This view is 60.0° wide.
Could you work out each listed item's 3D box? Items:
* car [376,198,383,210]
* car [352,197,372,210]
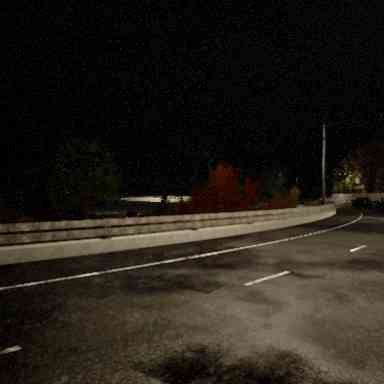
[{"bbox_3d":[32.109,1.962,54.841,2.150,2.045,5.566,1,-1,16],"label":"car"},{"bbox_3d":[29.131,1.949,57.064,2.150,2.045,5.566,1,-1,16],"label":"car"}]
